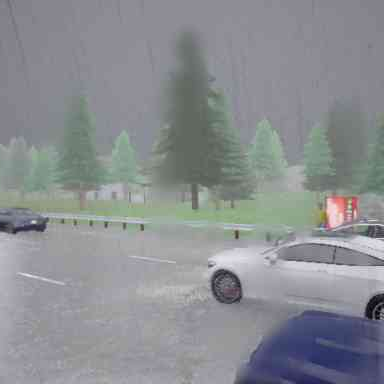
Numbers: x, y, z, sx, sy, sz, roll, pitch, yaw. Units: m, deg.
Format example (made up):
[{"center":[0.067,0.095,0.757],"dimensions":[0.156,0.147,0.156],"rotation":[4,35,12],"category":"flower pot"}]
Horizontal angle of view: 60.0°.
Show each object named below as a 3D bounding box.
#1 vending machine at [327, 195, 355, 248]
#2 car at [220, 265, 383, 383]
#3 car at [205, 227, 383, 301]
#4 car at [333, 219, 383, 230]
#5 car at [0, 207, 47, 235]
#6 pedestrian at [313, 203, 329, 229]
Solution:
[{"center":[6.321,1.195,14.092],"dimensions":[0.880,2.100,1.100],"rotation":[0,0,35],"category":"vending machine"},{"center":[2.607,1.601,2.053],"dimensions":[4.718,1.301,1.895],"rotation":[0,0,36],"category":"car"},{"center":[2.454,1.525,6.439],"dimensions":[4.674,1.442,1.812],"rotation":[0,0,35],"category":"car"},{"center":[4.732,1.491,9.102],"dimensions":[4.902,1.511,2.128],"rotation":[0,0,35],"category":"car"},{"center":[-10.133,1.564,18.682],"dimensions":[4.181,1.385,1.994],"rotation":[0,0,30],"category":"car"},{"center":[5.396,1.294,13.903],"dimensions":[0.375,1.860,0.375],"rotation":[0,0,35],"category":"pedestrian"}]
